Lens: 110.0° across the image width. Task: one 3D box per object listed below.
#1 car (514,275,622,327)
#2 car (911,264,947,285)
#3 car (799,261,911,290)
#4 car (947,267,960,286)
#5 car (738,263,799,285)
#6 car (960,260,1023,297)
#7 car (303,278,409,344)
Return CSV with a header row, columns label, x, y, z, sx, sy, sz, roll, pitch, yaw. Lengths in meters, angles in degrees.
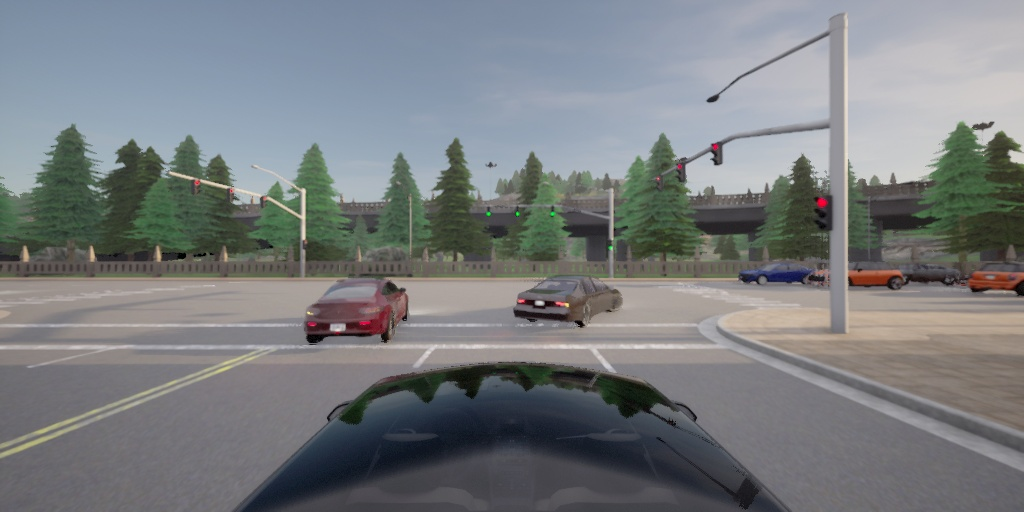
label,x,y,z,sx,sy,sz,roll,pitch,yaw
car,2.075,1.323,11.851,2.033,1.411,5.357,0,0,32
car,28.341,1.275,25.285,4.902,1.511,2.128,0,0,4
car,21.000,1.123,22.126,4.553,1.767,2.097,0,0,2
car,30.603,1.317,21.670,5.357,1.411,2.033,0,0,6
car,18.960,1.262,25.684,5.008,1.535,1.882,0,0,1
car,26.694,1.109,18.344,4.553,1.767,2.097,0,0,2
car,-3.944,1.302,9.658,1.812,1.442,4.674,0,0,-9
